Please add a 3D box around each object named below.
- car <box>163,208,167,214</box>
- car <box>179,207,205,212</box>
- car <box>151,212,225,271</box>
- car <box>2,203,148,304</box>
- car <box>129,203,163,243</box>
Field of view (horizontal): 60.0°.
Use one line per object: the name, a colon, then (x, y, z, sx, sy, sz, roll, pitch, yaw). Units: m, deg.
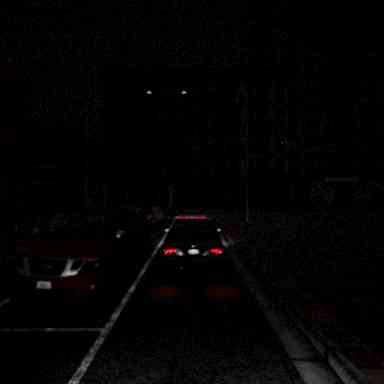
car: (-2.715, 1.682, 24.935, 1.752, 1.417, 4.829, 1, 0, 0)
car: (-0.007, 1.743, 23.903, 1.895, 1.301, 4.718, 0, 0, 0)
car: (0.035, 1.612, 11.150, 2.033, 1.411, 5.357, 0, 0, 0)
car: (-2.666, 1.373, 8.510, 2.192, 1.841, 5.009, 1, 0, 0)
car: (-2.681, 1.406, 14.041, 2.192, 1.841, 5.009, 1, 0, 0)
